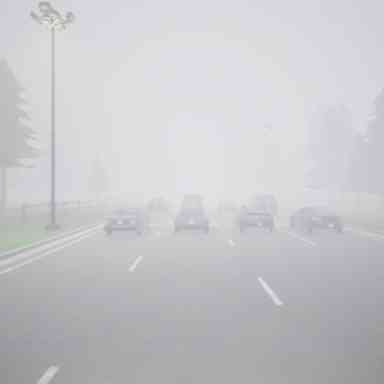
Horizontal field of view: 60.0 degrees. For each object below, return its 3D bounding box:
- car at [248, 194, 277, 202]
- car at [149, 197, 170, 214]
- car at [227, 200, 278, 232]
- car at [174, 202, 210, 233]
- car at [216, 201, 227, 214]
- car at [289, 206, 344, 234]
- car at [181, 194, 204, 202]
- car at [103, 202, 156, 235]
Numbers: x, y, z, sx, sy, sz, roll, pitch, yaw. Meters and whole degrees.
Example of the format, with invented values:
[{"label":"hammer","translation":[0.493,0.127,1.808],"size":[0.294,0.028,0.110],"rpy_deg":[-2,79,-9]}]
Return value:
[{"label":"car","translation":[7.044,1.177,33.578],"size":[2.150,2.045,5.566],"rpy_deg":[0,0,1]},{"label":"car","translation":[-3.451,1.303,34.305],"size":[2.097,1.767,4.553],"rpy_deg":[0,0,0]},{"label":"car","translation":[3.511,1.465,19.625],"size":[2.128,1.511,4.902],"rpy_deg":[0,0,0]},{"label":"car","translation":[0.001,1.537,19.487],"size":[1.994,1.385,4.181],"rpy_deg":[0,0,1]},{"label":"car","translation":[3.549,1.553,34.461],"size":[1.895,1.301,4.718],"rpy_deg":[0,0,0]},{"label":"car","translation":[7.003,1.499,19.040],"size":[1.812,1.442,4.674],"rpy_deg":[0,0,0]},{"label":"car","translation":[0.049,1.176,34.092],"size":[2.150,2.045,5.566],"rpy_deg":[0,0,0]},{"label":"car","translation":[-3.498,1.521,18.737],"size":[2.033,1.411,5.357],"rpy_deg":[0,0,0]}]
